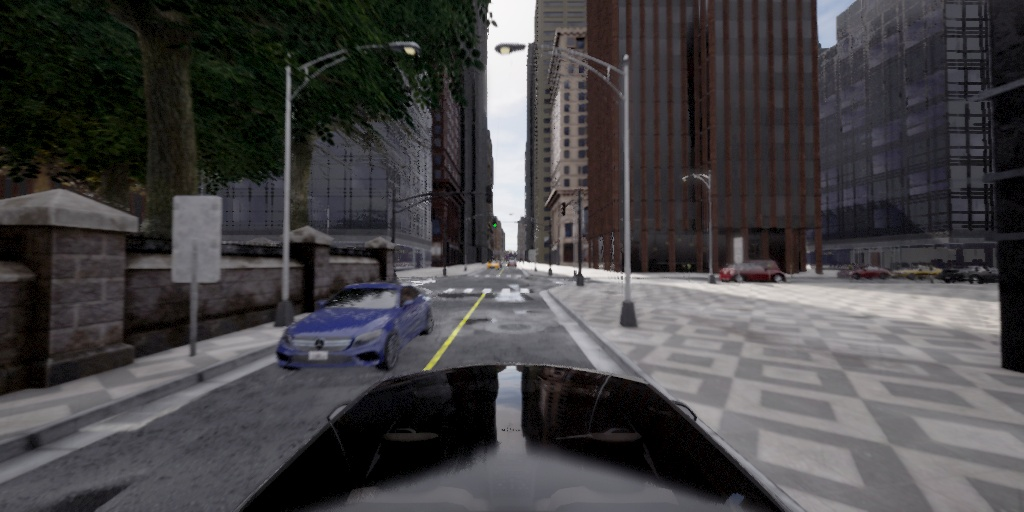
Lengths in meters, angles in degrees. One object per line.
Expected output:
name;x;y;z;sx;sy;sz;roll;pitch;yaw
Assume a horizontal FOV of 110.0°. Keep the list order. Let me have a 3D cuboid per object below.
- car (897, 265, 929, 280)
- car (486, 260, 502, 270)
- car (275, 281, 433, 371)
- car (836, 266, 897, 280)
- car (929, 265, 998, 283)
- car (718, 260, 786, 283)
car;38.971;1.536;34.416;4.829;1.417;1.751;0;0;0
car;-3.037;1.472;57.762;1.882;1.535;5.008;0;0;1
car;-2.999;1.300;7.880;1.812;1.442;4.674;0;0;0
car;33.703;1.587;34.426;4.207;1.307;1.802;0;0;0
car;33.687;1.350;25.903;4.403;1.370;2.007;0;0;0
car;17.375;1.224;25.934;4.097;1.591;1.967;0;0;0
